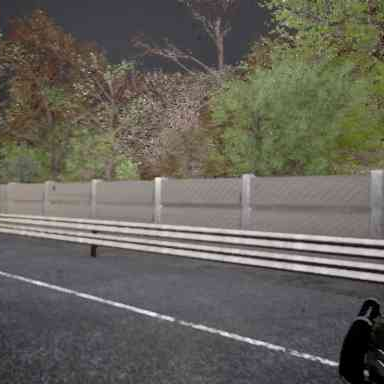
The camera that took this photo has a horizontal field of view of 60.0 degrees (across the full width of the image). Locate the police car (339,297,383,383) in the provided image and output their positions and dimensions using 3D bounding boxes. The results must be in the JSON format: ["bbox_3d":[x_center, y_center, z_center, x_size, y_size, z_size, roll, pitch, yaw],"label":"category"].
[{"bbox_3d":[3.989,1.498,2.477,5.238,1.638,1.930,0,-1,34],"label":"police car"}]
